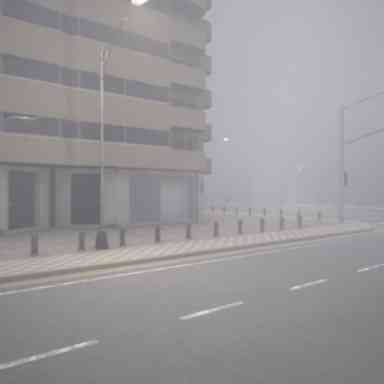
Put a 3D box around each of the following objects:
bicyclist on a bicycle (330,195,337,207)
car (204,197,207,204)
[{"bbox_3d":[18.878,1.158,44.244,1.656,1.620,0.582,-1,0,-35],"label":"bicyclist on a bicycle"},{"bbox_3d":[0.799,1.371,61.652,1.837,1.490,4.892,0,0,-35],"label":"car"}]
